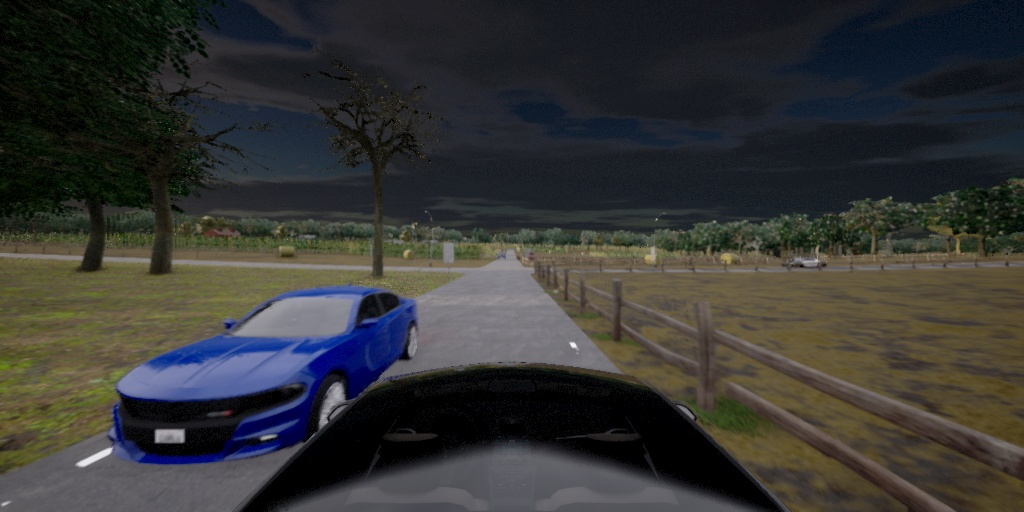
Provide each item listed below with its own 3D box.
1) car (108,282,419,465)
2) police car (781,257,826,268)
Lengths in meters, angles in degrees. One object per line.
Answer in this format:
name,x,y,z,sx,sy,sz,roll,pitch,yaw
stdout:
car,-2.850,1.229,5.484,1.882,1.535,5.008,0,0,0
police car,39.084,0.891,48.292,4.974,1.542,2.038,-1,2,0
